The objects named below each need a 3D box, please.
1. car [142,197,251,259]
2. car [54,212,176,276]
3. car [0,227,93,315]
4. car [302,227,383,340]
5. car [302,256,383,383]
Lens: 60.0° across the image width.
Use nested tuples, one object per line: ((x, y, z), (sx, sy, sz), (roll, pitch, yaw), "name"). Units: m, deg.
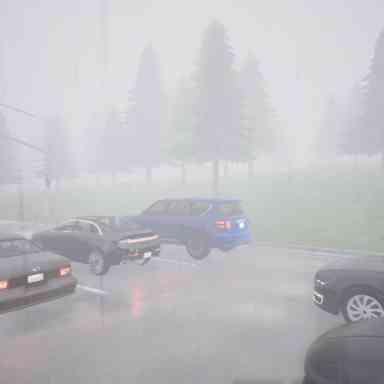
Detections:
((-0.500, 1.221, 12.815), (5.566, 2.045, 2.150), (0, 0, 35), "car")
((-3.172, 1.492, 10.431), (4.902, 1.511, 2.128), (0, 0, 36), "car")
((-4.771, 1.547, 7.266), (5.357, 1.411, 2.033), (0, 0, 36), "car")
((4.444, 1.505, 5.120), (4.892, 1.490, 1.837), (0, 0, 35), "car")
((3.154, 1.478, 1.740), (5.008, 1.535, 1.882), (0, 0, 35), "car")
